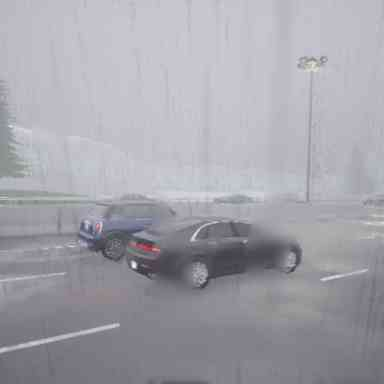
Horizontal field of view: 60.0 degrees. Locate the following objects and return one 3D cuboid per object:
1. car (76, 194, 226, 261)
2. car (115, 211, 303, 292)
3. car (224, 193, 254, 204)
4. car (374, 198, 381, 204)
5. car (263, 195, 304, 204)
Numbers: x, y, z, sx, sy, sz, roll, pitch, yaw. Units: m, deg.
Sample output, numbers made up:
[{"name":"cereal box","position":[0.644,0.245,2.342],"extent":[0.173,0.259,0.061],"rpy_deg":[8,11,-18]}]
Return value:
[{"name":"car","position":[-1.409,1.086,11.249],"extent":[4.553,1.767,2.097],"rpy_deg":[1,1,-34]},{"name":"car","position":[0.777,1.348,8.505],"extent":[4.892,1.490,1.837],"rpy_deg":[1,1,-34]},{"name":"car","position":[5.271,0.874,41.106],"extent":[5.357,1.411,2.033],"rpy_deg":[1,1,-33]},{"name":"car","position":[22.147,0.994,39.599],"extent":[4.181,1.385,1.994],"rpy_deg":[1,1,-34]},{"name":"car","position":[8.803,1.216,30.867],"extent":[4.718,1.301,1.895],"rpy_deg":[1,1,-33]}]
